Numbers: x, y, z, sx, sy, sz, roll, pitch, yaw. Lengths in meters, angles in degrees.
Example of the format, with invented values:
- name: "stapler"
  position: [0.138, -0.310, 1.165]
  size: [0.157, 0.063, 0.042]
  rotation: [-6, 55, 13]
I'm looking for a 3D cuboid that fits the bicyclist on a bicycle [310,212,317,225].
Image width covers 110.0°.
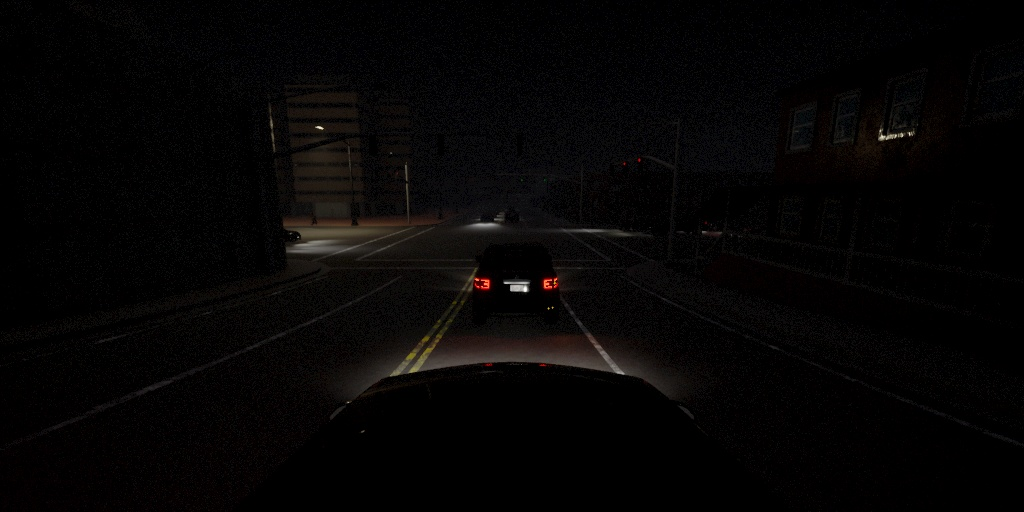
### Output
- name: "bicyclist on a bicycle"
  position: [-25.351, -4.769, 45.820]
  size: [0.582, 1.620, 1.656]
  rotation: [0, 10, 0]

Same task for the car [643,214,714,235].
- name: "car"
  position: [16.897, -3.265, 36.609]
  size: [5.566, 2.045, 2.150]
  rotation: [0, 10, 0]

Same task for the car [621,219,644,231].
- name: "car"
  position: [14.776, -3.482, 40.137]
  size: [4.718, 1.301, 1.895]
  rotation: [0, 10, 0]

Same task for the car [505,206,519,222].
- name: "car"
  position: [-0.028, -6.116, 54.090]
  size: [2.097, 1.767, 4.553]
  rotation: [0, 10, 0]

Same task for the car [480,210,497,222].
- name: "car"
  position: [-3.696, -5.862, 54.075]
  size: [1.895, 1.301, 4.718]
  rotation: [0, 10, 0]

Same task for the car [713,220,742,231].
- name: "car"
  position: [23.855, -3.550, 40.091]
  size: [4.674, 1.442, 1.812]
  rotation: [0, 10, 0]

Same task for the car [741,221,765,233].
- name: "car"
  position: [26.693, -2.959, 36.641]
  size: [4.674, 1.442, 1.812]
  rotation: [0, 10, 0]

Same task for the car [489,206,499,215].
- name: "car"
  position: [-3.688, -7.428, 62.822]
  size: [1.812, 1.442, 4.674]
  rotation: [0, 10, 0]

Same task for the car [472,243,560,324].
- name: "car"
  position: [0.068, 0.605, 10.697]
  size: [2.150, 2.045, 5.566]
  rotation: [0, 4, -1]

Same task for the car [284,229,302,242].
- name: "car"
  position: [-20.089, -1.796, 29.590]
  size: [4.892, 1.490, 1.837]
  rotation: [0, 10, 0]
